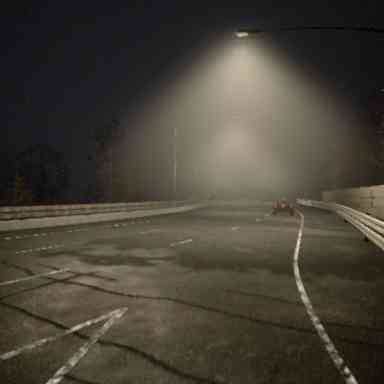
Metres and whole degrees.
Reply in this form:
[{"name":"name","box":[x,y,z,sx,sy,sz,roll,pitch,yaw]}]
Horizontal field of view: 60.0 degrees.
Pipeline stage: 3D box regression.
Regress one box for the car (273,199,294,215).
[{"name":"car","box":[10.190,1.552,37.023,2.097,1.767,4.553,1,0,16]}]

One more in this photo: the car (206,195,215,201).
[{"name":"car","box":[4.929,1.632,91.007,1.837,1.490,4.892,1,0,-15]}]
